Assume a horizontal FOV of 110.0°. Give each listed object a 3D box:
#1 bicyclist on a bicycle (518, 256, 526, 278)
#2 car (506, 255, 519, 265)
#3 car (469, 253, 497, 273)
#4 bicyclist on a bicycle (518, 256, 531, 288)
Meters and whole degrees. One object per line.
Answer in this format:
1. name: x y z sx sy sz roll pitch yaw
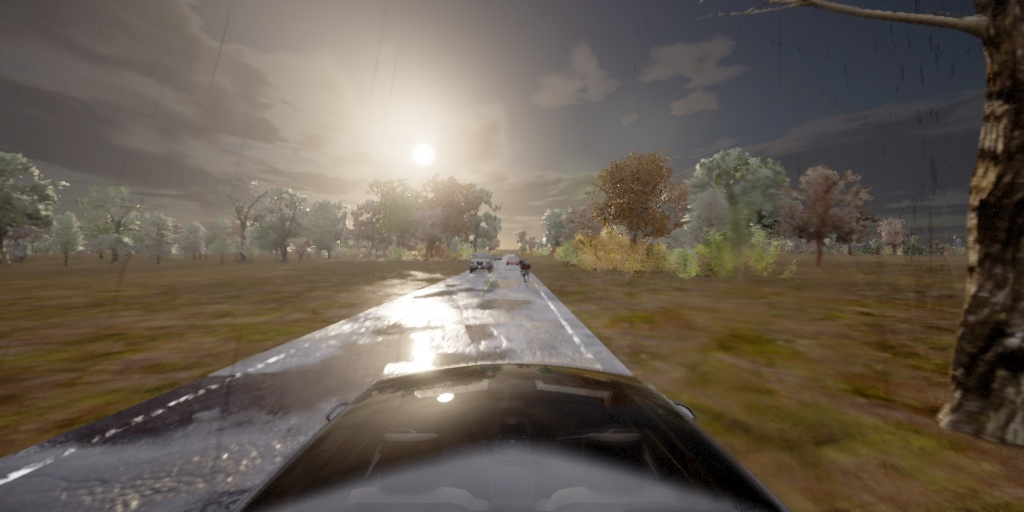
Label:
1. bicyclist on a bicycle: 0.830 0.876 29.814 0.659 1.776 1.843 0 1 0
2. car: 0.073 0.804 58.562 1.994 1.385 4.181 0 1 0
3. car: -3.061 0.667 36.805 2.150 2.045 5.566 0 0 0
4. bicyclist on a bicycle: 0.828 0.955 20.814 0.659 1.776 1.843 0 1 0
